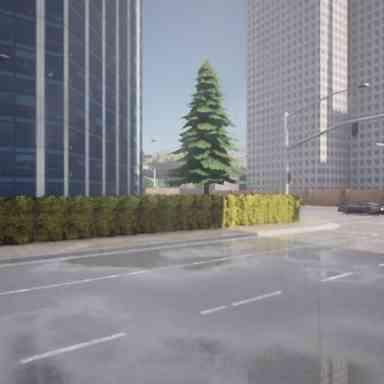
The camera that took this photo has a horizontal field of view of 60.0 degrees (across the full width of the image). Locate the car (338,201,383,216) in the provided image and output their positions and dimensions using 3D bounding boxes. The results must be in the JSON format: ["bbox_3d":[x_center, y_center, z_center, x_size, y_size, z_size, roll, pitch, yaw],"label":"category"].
[{"bbox_3d":[16.473,1.548,32.460,1.994,1.385,4.181,0,0,-33],"label":"car"}]

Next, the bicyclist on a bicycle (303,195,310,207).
[{"bbox_3d":[16.302,1.281,47.408,1.656,1.620,0.582,0,0,-35],"label":"bicyclist on a bicycle"}]
